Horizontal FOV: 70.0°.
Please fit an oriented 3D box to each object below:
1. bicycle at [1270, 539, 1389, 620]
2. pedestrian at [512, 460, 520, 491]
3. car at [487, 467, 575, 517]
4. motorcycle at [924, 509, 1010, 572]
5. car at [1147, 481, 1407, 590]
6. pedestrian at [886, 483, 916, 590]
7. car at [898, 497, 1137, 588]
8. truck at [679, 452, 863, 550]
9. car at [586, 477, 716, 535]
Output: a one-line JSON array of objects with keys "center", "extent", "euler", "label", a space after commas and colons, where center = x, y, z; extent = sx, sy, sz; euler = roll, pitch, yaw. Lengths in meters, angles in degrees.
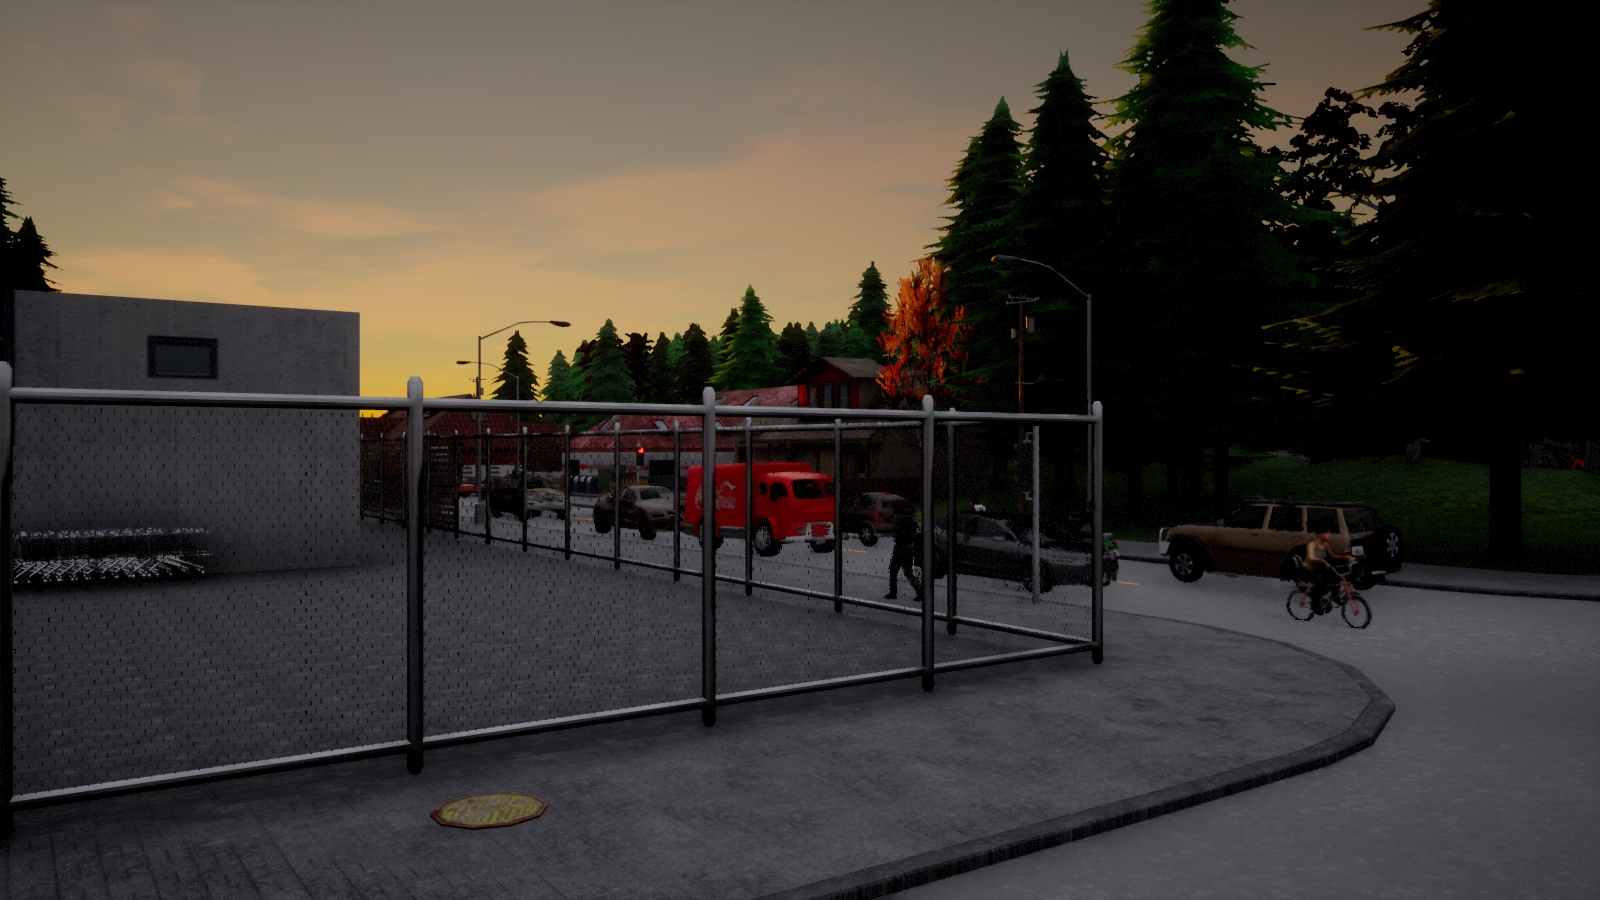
[{"center": [8.423, 2.033, 18.213], "extent": [0.859, 1.080, 1.487], "euler": [-1, 0, -31], "label": "bicycle"}, {"center": [-16.916, 1.519, 68.133], "extent": [0.375, 1.860, 0.375], "euler": [0, 0, -27], "label": "pedestrian"}, {"center": [-10.879, 1.641, 46.013], "extent": [1.932, 1.855, 4.605], "euler": [0, 0, -34], "label": "car"}, {"center": [3.660, 1.959, 25.125], "extent": [0.856, 1.236, 1.805], "euler": [0, 0, -35], "label": "motorcycle"}, {"center": [9.642, 1.640, 23.438], "extent": [1.932, 1.855, 4.605], "euler": [0, 0, -35], "label": "car"}, {"center": [1.784, 1.515, 20.193], "extent": [0.375, 1.860, 0.375], "euler": [0, 0, 36], "label": "pedestrian"}, {"center": [4.425, 1.840, 24.027], "extent": [2.163, 1.488, 4.792], "euler": [0, 0, -35], "label": "car"}, {"center": [-0.922, 1.368, 31.687], "extent": [2.627, 2.467, 5.204], "euler": [0, -2, -35], "label": "truck"}, {"center": [-4.974, 1.768, 37.516], "extent": [2.152, 1.651, 5.027], "euler": [0, 0, -35], "label": "car"}]
